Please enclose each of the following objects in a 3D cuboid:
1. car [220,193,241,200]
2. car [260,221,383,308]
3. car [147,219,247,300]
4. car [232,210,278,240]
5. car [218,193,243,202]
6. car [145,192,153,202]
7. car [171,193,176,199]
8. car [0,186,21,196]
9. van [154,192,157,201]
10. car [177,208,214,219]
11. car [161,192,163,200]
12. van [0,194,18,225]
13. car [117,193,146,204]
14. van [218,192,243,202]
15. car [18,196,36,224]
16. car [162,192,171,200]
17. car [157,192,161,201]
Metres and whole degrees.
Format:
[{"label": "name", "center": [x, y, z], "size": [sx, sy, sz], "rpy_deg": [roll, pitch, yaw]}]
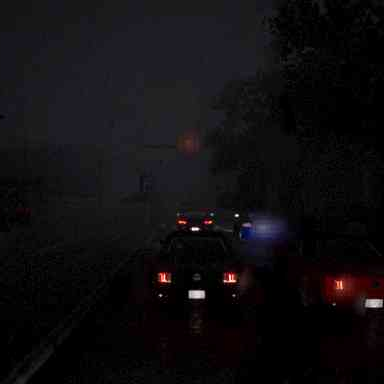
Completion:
[{"label": "car", "center": [9.464, 1.129, 81.647], "size": [4.553, 1.767, 2.185], "rpy_deg": [1, 0, -12]}, {"label": "car", "center": [3.120, 1.611, 7.888], "size": [1.895, 1.301, 4.718], "rpy_deg": [0, 0, 0]}, {"label": "car", "center": [0.110, 1.612, 8.378], "size": [1.895, 1.301, 4.718], "rpy_deg": [0, 0, 0]}, {"label": "car", "center": [3.165, 1.588, 16.635], "size": [1.994, 1.385, 4.181], "rpy_deg": [0, 0, 1]}, {"label": "car", "center": [7.672, 1.141, 66.947], "size": [4.553, 1.767, 2.185], "rpy_deg": [1, 0, -14]}, {"label": "car", "center": [-10.795, 1.315, 64.377], "size": [5.366, 1.575, 1.946], "rpy_deg": [-1, 0, -15]}, {"label": "car", "center": [-7.996, 1.064, 88.325], "size": [5.566, 2.045, 2.435], "rpy_deg": [-1, 0, -12]}, {"label": "car", "center": [-28.161, 0.137, 52.254], "size": [2.002, 1.452, 4.674], "rpy_deg": [6, -3, -19]}, {"label": "van", "center": [-10.235, 1.093, 70.369], "size": [4.442, 1.987, 1.878], "rpy_deg": [-1, 0, -14]}, {"label": "car", "center": [0.172, 1.552, 17.480], "size": [1.812, 1.442, 4.674], "rpy_deg": [0, 0, 1]}, {"label": "car", "center": [-9.634, 1.359, 76.335], "size": [4.674, 1.452, 2.002], "rpy_deg": [-1, 0, -13]}, {"label": "van", "center": [-13.601, 1.296, 20.601], "size": [4.442, 1.987, 1.878], "rpy_deg": [-1, 0, -19]}, {"label": "car", "center": [-11.440, 1.358, 61.385], "size": [4.792, 1.488, 2.163], "rpy_deg": [-1, 0, -15]}, {"label": "van", "center": [7.288, 1.042, 63.978], "size": [4.442, 1.987, 1.878], "rpy_deg": [1, 0, -14]}, {"label": "car", "center": [-13.626, 1.403, 23.578], "size": [4.553, 1.767, 2.185], "rpy_deg": [-1, 0, -19]}, {"label": "car", "center": [-8.446, 1.357, 85.319], "size": [4.674, 1.452, 2.002], "rpy_deg": [-1, 0, -12]}, {"label": "car", "center": [-10.007, 1.321, 73.340], "size": [4.892, 1.521, 2.231], "rpy_deg": [-1, 0, -14]}]
